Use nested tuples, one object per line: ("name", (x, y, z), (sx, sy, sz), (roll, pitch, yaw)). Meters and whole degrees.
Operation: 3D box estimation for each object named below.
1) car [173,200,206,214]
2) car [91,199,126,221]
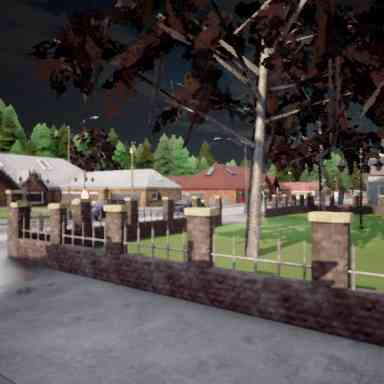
("car", (-0.642, 1.538, 35.759), (2.033, 1.411, 5.357), (0, 0, 36))
("car", (-6.988, 1.342, 26.904), (2.097, 1.767, 4.553), (0, 0, 36))
